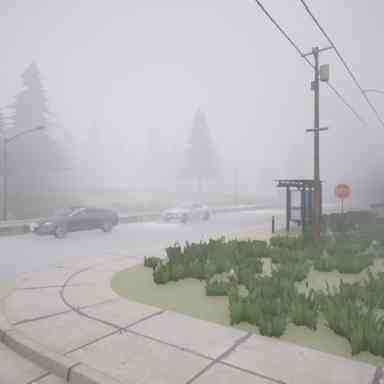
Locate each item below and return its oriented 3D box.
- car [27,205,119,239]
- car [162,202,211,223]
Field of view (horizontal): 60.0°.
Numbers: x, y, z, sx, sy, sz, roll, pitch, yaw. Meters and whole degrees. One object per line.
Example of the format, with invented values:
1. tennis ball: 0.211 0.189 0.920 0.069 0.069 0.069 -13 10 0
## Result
1. car: -6.150 1.492 17.760 2.128 1.511 4.902 0 0 36
2. car: -0.305 1.526 25.833 1.812 1.442 4.674 0 0 36
